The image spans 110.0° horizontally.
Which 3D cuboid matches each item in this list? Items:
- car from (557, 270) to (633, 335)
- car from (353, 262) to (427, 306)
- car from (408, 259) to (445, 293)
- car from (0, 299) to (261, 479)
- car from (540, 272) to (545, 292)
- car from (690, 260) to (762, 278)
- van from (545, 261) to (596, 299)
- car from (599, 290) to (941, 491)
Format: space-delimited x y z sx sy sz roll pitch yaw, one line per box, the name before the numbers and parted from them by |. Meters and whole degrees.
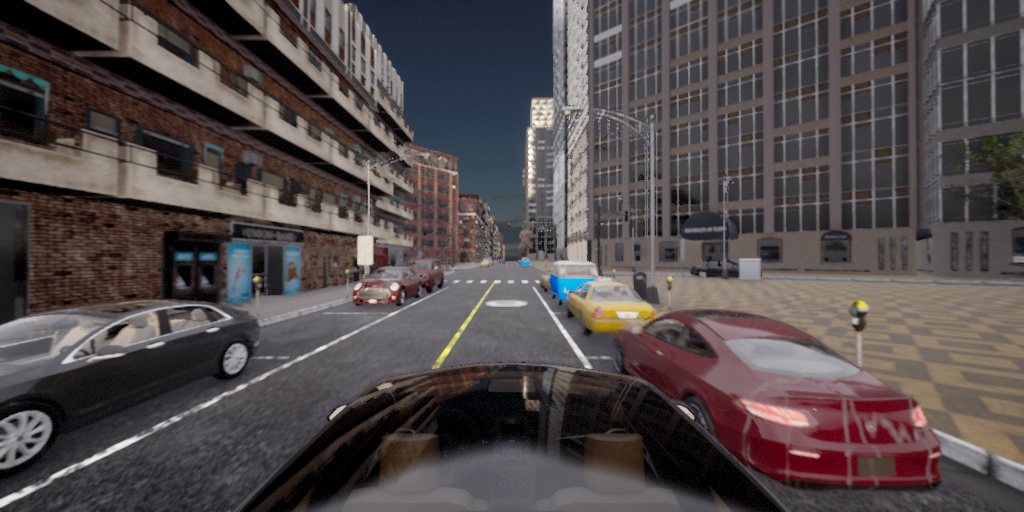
car | 2.571 1.283 10.307 1.751 1.417 4.829 0 0 0
car | -5.306 1.204 15.670 1.967 1.591 4.097 0 0 0
car | -5.303 1.087 21.206 2.192 1.841 5.009 0 0 0
car | -5.313 1.303 4.599 2.007 1.370 4.403 0 0 0
car | 2.577 1.297 21.377 1.751 1.417 4.829 0 0 0
car | 16.835 1.104 28.439 4.892 1.490 1.837 -1 -1 41
van | 2.574 1.105 15.671 1.690 1.789 3.998 0 0 0
car | 2.567 1.334 4.601 1.802 1.307 4.207 0 0 0
